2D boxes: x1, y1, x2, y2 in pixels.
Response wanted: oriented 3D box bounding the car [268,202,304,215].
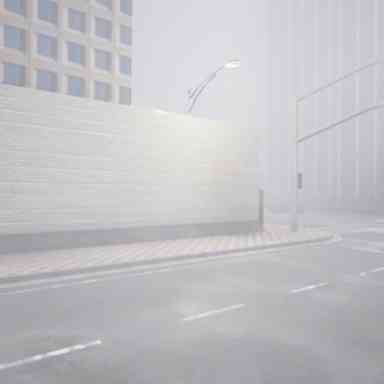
[{"bbox_3d":[11.060,1.895,39.319,1.994,1.385,4.181,1,-1,-36],"label":"car"}]
